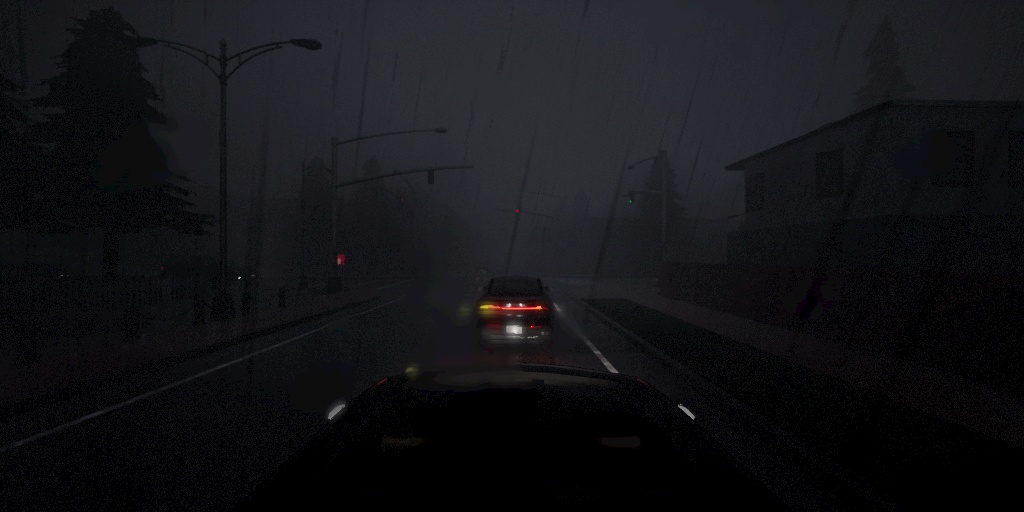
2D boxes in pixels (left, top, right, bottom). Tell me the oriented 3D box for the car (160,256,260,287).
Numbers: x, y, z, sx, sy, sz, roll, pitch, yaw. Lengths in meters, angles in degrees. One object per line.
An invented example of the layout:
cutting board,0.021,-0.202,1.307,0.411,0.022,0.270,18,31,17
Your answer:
car,-20.122,0.986,24.007,5.566,2.045,2.150,0,0,-1

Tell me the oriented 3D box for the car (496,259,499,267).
car,-3.475,1.236,54.581,2.128,1.511,4.902,0,0,0

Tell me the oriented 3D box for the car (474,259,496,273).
car,-3.505,1.293,44.399,2.033,1.411,5.357,0,0,0

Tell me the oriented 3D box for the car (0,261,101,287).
car,-31.044,1.255,23.718,4.902,1.511,2.128,0,0,-1

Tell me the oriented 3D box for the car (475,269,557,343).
car,0.092,1.254,9.684,1.837,1.490,4.892,0,0,0
